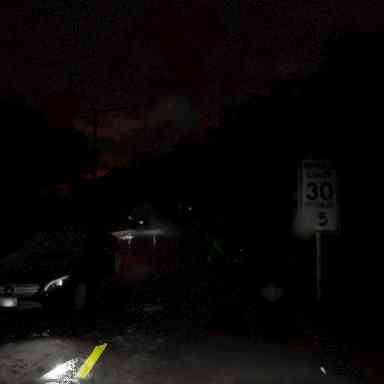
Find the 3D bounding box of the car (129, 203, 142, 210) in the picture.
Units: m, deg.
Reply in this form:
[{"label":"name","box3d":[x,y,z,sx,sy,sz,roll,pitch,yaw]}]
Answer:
[{"label":"car","box3d":[-11.377,2.856,66.590,1.994,1.385,4.181,0,-2,-17]}]

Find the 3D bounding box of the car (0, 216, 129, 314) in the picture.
[{"label":"car","box3d":[-2.933,1.521,7.718,1.812,1.442,4.674,0,0,1]}]

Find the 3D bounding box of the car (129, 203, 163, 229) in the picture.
[{"label":"car","box3d":[-3.085,1.530,21.766,1.812,1.442,4.674,0,0,-3]}]

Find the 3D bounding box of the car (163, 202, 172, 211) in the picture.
[{"label":"car","box3d":[-3.416,2.095,48.764,1.994,1.385,4.181,0,-2,-12]}]

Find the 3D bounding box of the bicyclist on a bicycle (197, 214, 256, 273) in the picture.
[{"label":"bicyclist on a bicycle","box3d":[0.966,1.448,9.361,1.656,1.620,0.582,0,0,1]}]

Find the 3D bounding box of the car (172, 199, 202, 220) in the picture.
[{"label":"car","box3d":[-0.378,1.419,28.644,2.097,1.767,4.553,0,-1,-5]}]
